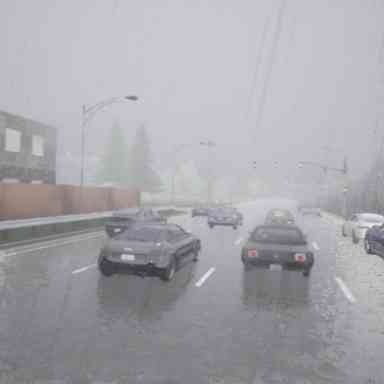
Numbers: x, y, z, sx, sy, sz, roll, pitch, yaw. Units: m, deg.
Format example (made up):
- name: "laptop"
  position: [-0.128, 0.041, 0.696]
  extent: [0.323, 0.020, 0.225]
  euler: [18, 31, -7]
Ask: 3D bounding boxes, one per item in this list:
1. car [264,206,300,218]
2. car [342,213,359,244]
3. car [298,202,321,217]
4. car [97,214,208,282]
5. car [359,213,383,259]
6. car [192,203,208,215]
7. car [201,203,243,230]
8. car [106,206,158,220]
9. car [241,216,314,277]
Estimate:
- name: "car"
  position: [5.692, 1.796, 21.732]
  extent: [2.033, 1.411, 5.357]
  euler: [1, 0, 15]
- name: "car"
  position: [9.128, 1.841, 17.358]
  extent: [1.812, 1.442, 4.674]
  euler: [1, 0, 15]
- name: "car"
  position: [13.763, 2.135, 38.576]
  extent: [1.895, 1.301, 4.718]
  euler: [1, 0, 16]
- name: "car"
  position: [-1.054, 1.586, 10.057]
  extent: [1.994, 1.385, 4.181]
  euler: [1, 0, 15]
- name: "car"
  position: [7.573, 1.599, 11.535]
  extent: [2.097, 1.767, 4.553]
  euler: [1, 0, 15]
- name: "car"
  position: [1.362, 1.756, 32.616]
  extent: [1.994, 1.385, 4.181]
  euler: [1, 0, 15]
- name: "car"
  position: [2.388, 1.719, 22.923]
  extent: [2.033, 1.411, 5.357]
  euler: [1, 0, 15]
- name: "car"
  position: [-2.728, 1.519, 17.337]
  extent: [1.837, 1.490, 4.892]
  euler: [1, 0, 15]
- name: "car"
  position: [2.788, 1.724, 10.884]
  extent: [1.895, 1.301, 4.718]
  euler: [1, 0, 15]
